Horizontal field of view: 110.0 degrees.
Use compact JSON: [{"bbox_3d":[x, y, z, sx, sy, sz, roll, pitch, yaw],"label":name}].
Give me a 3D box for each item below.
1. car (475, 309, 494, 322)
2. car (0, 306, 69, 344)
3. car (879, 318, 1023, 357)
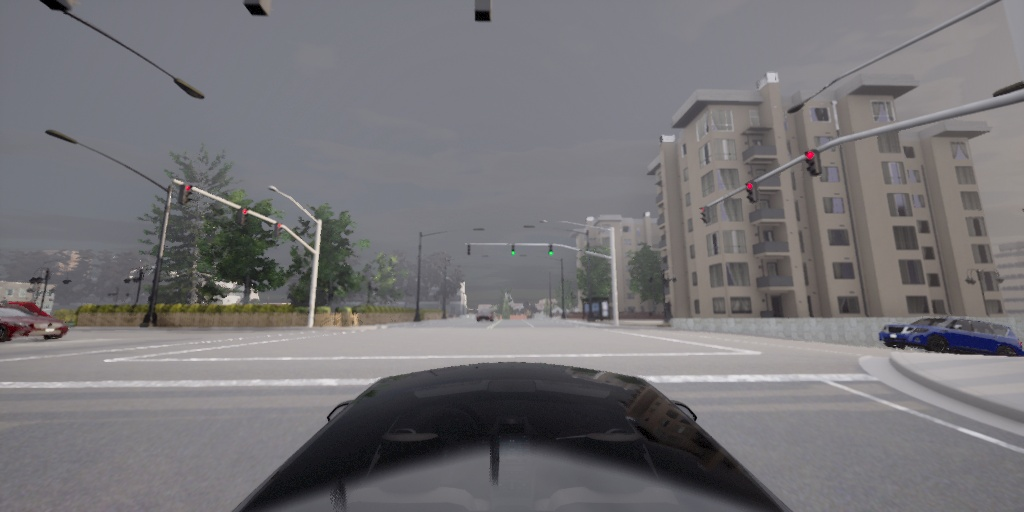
[{"bbox_3d":[-3.481,7.621,46.233,2.097,1.767,4.553,0,-9,0],"label":"car"},{"bbox_3d":[-20.748,2.696,14.286,4.674,1.442,1.812,0,-9,-1],"label":"car"},{"bbox_3d":[22.332,4.189,18.368,5.566,2.045,2.150,9,-9,1],"label":"car"}]
